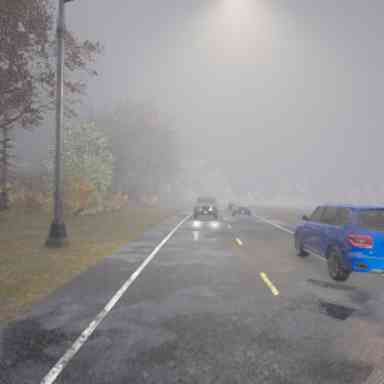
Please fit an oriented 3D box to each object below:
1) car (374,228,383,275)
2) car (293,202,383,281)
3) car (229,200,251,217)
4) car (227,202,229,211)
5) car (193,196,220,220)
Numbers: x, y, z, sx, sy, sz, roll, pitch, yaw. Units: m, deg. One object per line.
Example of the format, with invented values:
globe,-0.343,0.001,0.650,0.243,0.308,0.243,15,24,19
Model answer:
car,4.615,1.557,4.221,1.882,1.535,5.008,1,0,2
car,4.819,1.326,10.228,2.150,2.045,5.566,1,0,2
car,5.073,1.780,34.417,1.812,1.442,4.674,1,-1,5
car,5.848,1.827,45.718,1.882,1.535,5.008,1,0,5
car,1.308,1.394,30.652,2.150,2.045,5.566,1,0,4
